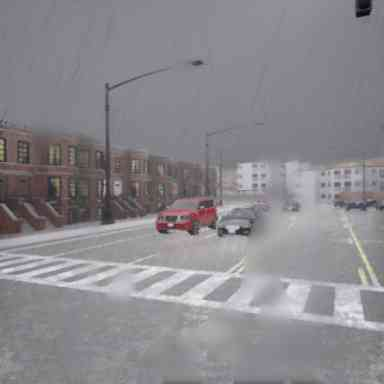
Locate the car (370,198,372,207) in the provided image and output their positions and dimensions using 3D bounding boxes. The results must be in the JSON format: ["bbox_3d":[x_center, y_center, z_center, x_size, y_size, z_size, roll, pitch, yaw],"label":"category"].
[{"bbox_3d":[27.111,1.677,51.241,1.812,1.442,4.674,-1,0,6],"label":"car"}]

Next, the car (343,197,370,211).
[{"bbox_3d":[20.887,1.495,42.476,2.097,1.767,4.553,-1,-1,21],"label":"car"}]

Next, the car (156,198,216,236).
[{"bbox_3d":[-0.090,1.399,20.195,2.150,2.045,5.566,-1,0,23],"label":"car"}]

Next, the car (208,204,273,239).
[{"bbox_3d":[2.865,1.621,18.187,2.128,1.511,4.902,-1,-1,23],"label":"car"}]

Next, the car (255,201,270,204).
[{"bbox_3d":[8.482,1.782,40.170,1.812,1.442,4.674,-1,-1,23],"label":"car"}]

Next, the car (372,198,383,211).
[{"bbox_3d":[24.313,1.663,41.645,1.994,1.385,4.181,-1,-1,21],"label":"car"}]

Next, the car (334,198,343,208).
[{"bbox_3d":[23.654,1.685,51.794,2.128,1.511,4.902,-1,0,6],"label":"car"}]

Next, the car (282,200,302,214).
[{"bbox_3d":[11.701,1.702,38.808,2.128,1.511,4.902,-1,-1,23],"label":"car"}]
